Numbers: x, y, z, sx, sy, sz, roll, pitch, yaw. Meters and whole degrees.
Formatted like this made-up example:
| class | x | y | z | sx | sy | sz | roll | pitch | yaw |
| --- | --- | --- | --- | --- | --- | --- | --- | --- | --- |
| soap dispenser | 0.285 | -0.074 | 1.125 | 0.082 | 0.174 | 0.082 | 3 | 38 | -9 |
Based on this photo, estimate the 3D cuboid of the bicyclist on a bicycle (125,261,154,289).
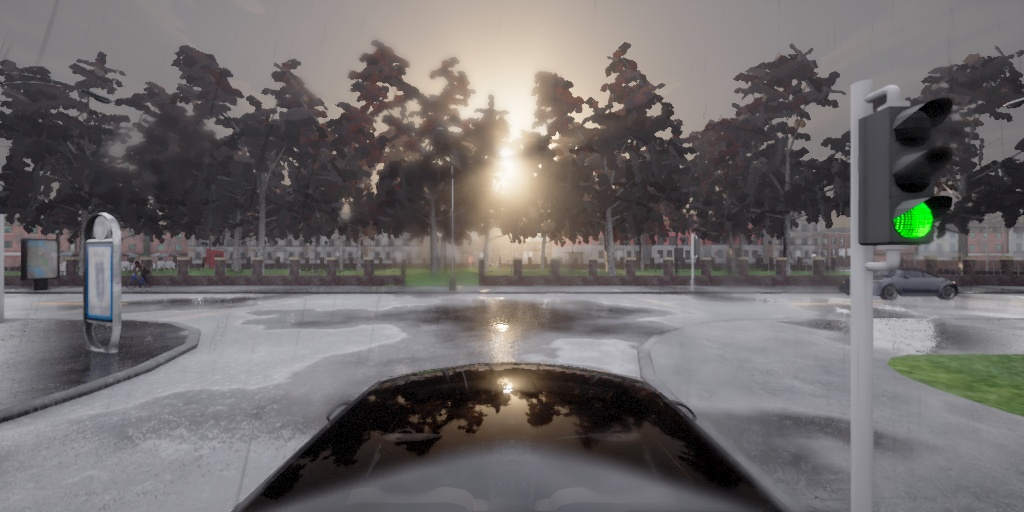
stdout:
| class | x | y | z | sx | sy | sz | roll | pitch | yaw |
| --- | --- | --- | --- | --- | --- | --- | --- | --- | --- |
| bicyclist on a bicycle | -22.032 | 1.111 | 21.228 | 0.582 | 1.620 | 1.656 | 0 | 0 | 0 |

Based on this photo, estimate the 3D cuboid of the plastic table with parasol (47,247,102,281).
| class | x | y | z | sx | sy | sz | roll | pitch | yaw |
| --- | --- | --- | --- | --- | --- | --- | --- | --- | --- |
| plastic table with parasol | -39.189 | 0.713 | 32.211 | 2.482 | 2.480 | 2.482 | 0 | 0 | -40 |

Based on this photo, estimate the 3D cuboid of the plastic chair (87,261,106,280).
| class | x | y | z | sx | sy | sz | roll | pitch | yaw |
| --- | --- | --- | --- | --- | --- | --- | --- | --- | --- |
| plastic chair | -38.191 | 1.316 | 32.945 | 0.730 | 1.272 | 0.750 | 0 | 0 | -40 |

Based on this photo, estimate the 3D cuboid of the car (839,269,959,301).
| class | x | y | z | sx | sy | sz | roll | pitch | yaw |
| --- | --- | --- | --- | --- | --- | --- | --- | --- | --- |
| car | 18.246 | 1.324 | 17.049 | 4.181 | 1.385 | 1.994 | 0 | 0 | 0 |

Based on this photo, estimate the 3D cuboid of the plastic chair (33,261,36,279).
| class | x | y | z | sx | sy | sz | roll | pitch | yaw |
| --- | --- | --- | --- | --- | --- | --- | --- | --- | --- |
| plastic chair | -44.618 | 1.315 | 34.104 | 0.730 | 1.272 | 0.750 | 0 | 0 | -41 |

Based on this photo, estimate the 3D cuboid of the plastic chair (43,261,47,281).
| class | x | y | z | sx | sy | sz | roll | pitch | yaw |
| --- | --- | --- | --- | --- | --- | --- | --- | --- | --- |
| plastic chair | -40.219 | 1.312 | 31.466 | 0.730 | 1.272 | 0.750 | 0 | 0 | -40 |

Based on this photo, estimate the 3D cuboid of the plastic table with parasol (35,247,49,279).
| class | x | y | z | sx | sy | sz | roll | pitch | yaw |
| --- | --- | --- | --- | --- | --- | --- | --- | --- | --- |
| plastic table with parasol | -43.610 | 0.641 | 34.854 | 2.482 | 2.480 | 2.482 | 0 | 0 | -39 |

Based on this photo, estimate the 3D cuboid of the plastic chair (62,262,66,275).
| class | x | y | z | sx | sy | sz | roll | pitch | yaw |
| --- | --- | --- | --- | --- | --- | --- | --- | --- | --- |
| plastic chair | -38.286 | 1.324 | 31.238 | 0.750 | 1.272 | 0.730 | 0 | 0 | -35 |
